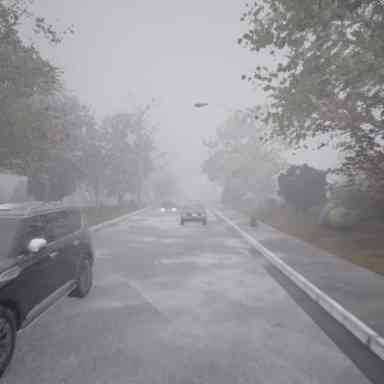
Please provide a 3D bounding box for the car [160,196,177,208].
[{"bbox_3d":[-3.322,1.326,47.318,2.097,1.767,4.553,0,0,0],"label":"car"}]

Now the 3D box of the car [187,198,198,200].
[{"bbox_3d":[0.107,1.472,42.479,2.128,1.511,4.902,0,0,0],"label":"car"}]

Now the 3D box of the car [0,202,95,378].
[{"bbox_3d":[-3.348,1.238,5.646,2.150,2.045,5.566,0,0,0],"label":"car"}]

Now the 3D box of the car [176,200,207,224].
[{"bbox_3d":[0.099,1.554,24.487,2.033,1.411,5.357,0,0,0],"label":"car"}]
